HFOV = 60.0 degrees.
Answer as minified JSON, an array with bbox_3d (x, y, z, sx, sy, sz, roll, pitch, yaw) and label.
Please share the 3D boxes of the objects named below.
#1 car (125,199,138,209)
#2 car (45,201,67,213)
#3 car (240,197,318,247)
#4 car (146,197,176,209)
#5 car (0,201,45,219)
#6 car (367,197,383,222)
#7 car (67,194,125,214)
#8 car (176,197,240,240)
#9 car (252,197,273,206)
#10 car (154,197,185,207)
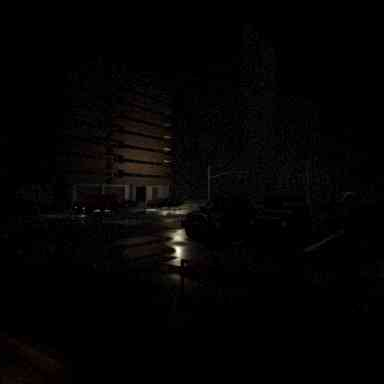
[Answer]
[{"bbox_3d":[-9.495,1.547,43.862,2.033,1.411,5.357,0,0,34],"label":"car"},{"bbox_3d":[-15.364,1.601,35.121,1.895,1.301,4.718,0,0,34],"label":"car"},{"bbox_3d":[3.874,1.156,14.361,1.905,1.878,3.866,0,0,34],"label":"car"},{"bbox_3d":[-3.966,1.547,45.799,2.033,1.411,5.357,0,0,34],"label":"car"},{"bbox_3d":[-15.447,1.564,28.718,1.994,1.385,4.181,0,0,34],"label":"car"},{"bbox_3d":[15.898,1.395,27.316,1.970,1.475,3.806,0,0,34],"label":"car"},{"bbox_3d":[-10.343,1.222,36.319,2.150,2.045,5.566,0,0,34],"label":"car"},{"bbox_3d":[1.507,1.153,16.027,1.932,1.855,4.605,0,0,34],"label":"car"},{"bbox_3d":[12.051,1.526,56.779,1.812,1.442,4.674,0,0,34],"label":"car"},{"bbox_3d":[-3.499,1.547,52.718,2.033,1.411,5.357,0,0,34],"label":"car"}]
